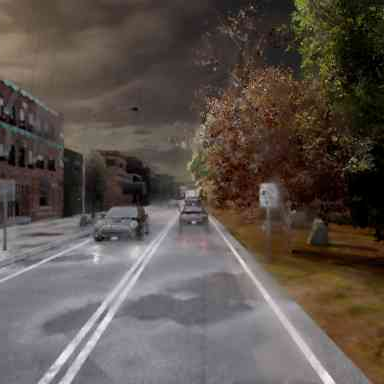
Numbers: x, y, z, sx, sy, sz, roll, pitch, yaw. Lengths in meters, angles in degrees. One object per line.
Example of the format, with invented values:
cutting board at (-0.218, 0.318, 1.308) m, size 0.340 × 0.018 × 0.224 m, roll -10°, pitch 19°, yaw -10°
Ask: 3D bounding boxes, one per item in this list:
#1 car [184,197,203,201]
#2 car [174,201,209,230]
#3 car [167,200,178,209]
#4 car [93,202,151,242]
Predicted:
car at (0.183, 1.600, 41.949) m, size 2.150 × 2.045 × 5.566 m, roll 0°, pitch -1°, yaw 0°
car at (0.123, 1.618, 22.164) m, size 2.128 × 1.511 × 4.902 m, roll 0°, pitch -1°, yaw 0°
car at (-3.164, 2.078, 57.039) m, size 1.837 × 1.490 × 4.892 m, roll 0°, pitch -1°, yaw 1°
car at (-3.335, 1.426, 16.574) m, size 2.097 × 1.767 × 4.553 m, roll 0°, pitch 0°, yaw 0°
